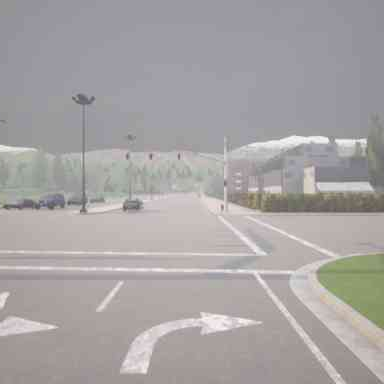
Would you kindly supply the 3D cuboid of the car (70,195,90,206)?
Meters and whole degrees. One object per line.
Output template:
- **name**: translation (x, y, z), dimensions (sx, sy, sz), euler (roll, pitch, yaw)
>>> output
- **car**: translation (-18.600, 1.578, 53.832), dimensions (1.895, 1.301, 4.718), euler (0, 0, 0)

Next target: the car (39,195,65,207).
- **car**: translation (-22.104, 1.330, 52.722), dimensions (2.097, 1.767, 4.553), euler (0, 0, 0)

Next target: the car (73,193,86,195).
- **car**: translation (-22.038, 1.192, 64.393), dimensions (2.150, 2.045, 5.566), euler (0, 0, 1)

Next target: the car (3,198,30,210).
- **car**: translation (-22.075, 1.529, 43.188), dimensions (2.033, 1.411, 5.357), euler (0, 0, 3)

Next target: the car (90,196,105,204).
- **car**: translation (-18.535, 1.520, 65.424), dimensions (2.033, 1.411, 5.357), euler (0, 0, 0)

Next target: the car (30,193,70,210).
- **car**: translation (-18.603, 1.203, 43.868), dimensions (2.150, 2.045, 5.566), euler (0, 0, 1)

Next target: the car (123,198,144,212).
- **car**: translation (-6.927, 1.475, 39.394), dimensions (2.128, 1.511, 4.902), euler (0, 0, 0)
